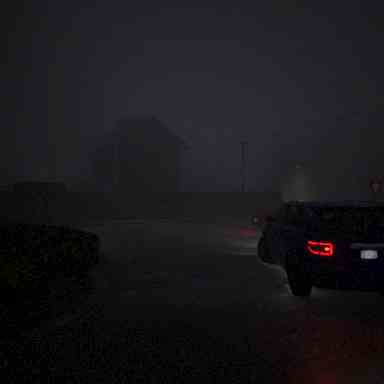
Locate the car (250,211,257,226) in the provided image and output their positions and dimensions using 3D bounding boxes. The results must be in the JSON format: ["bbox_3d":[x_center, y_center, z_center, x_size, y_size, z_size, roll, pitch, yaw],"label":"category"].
[{"bbox_3d":[5.982,1.472,20.438,5.008,1.535,1.882,0,0,-24],"label":"car"}]

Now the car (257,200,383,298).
[{"bbox_3d":[3.289,1.219,8.675,2.150,2.045,5.566,0,0,2],"label":"car"}]
